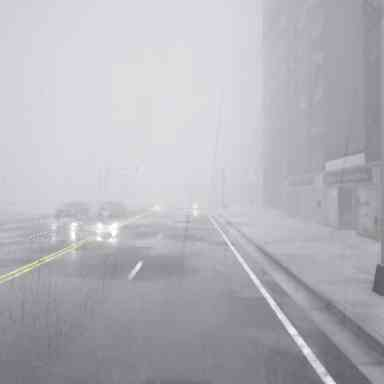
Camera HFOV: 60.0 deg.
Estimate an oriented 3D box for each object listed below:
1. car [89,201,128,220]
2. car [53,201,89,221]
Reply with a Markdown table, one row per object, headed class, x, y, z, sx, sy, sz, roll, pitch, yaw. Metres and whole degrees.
| class | x | y | z | sx | sy | sz | roll | pitch | yaw |
| --- | --- | --- | --- | --- | --- | --- | --- | --- | --- |
| car | -6.599 | 1.497 | 27.878 | 2.128 | 1.511 | 4.902 | 0 | 0 | 0 |
| car | -9.849 | 1.511 | 27.726 | 1.837 | 1.490 | 4.892 | 0 | 0 | 0 |
